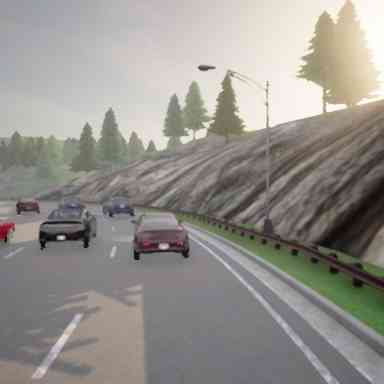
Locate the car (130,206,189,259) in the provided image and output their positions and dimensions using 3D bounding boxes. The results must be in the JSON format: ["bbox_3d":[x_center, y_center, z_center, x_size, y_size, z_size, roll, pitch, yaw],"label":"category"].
[{"bbox_3d":[-1.261,1.458,12.308,1.812,1.442,4.674,0,0,-10],"label":"car"}]

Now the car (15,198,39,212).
[{"bbox_3d":[-16.439,1.322,33.135,1.882,1.535,5.008,0,0,-31],"label":"car"}]

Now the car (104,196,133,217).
[{"bbox_3d":[-6.596,1.199,29.384,2.097,1.767,4.553,0,0,-23],"label":"car"}]

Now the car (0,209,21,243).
[{"bbox_3d":[-8.314,1.546,12.495,1.895,1.301,4.718,0,0,-11],"label":"car"}]

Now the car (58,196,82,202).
[{"bbox_3d":[-11.397,1.198,31.203,2.097,1.767,4.553,0,0,-27],"label":"car"}]

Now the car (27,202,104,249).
[{"bbox_3d":[-5.195,1.420,14.359,2.128,1.511,4.902,0,0,-11],"label":"car"}]
